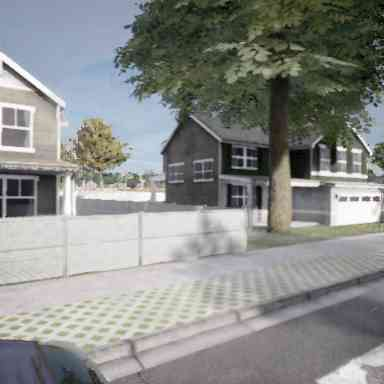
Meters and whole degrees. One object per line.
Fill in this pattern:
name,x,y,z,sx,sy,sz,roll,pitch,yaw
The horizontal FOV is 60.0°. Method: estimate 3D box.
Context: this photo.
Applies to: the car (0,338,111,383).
car,-2.313,1.563,1.404,4.181,1.385,1.994,0,0,-35
